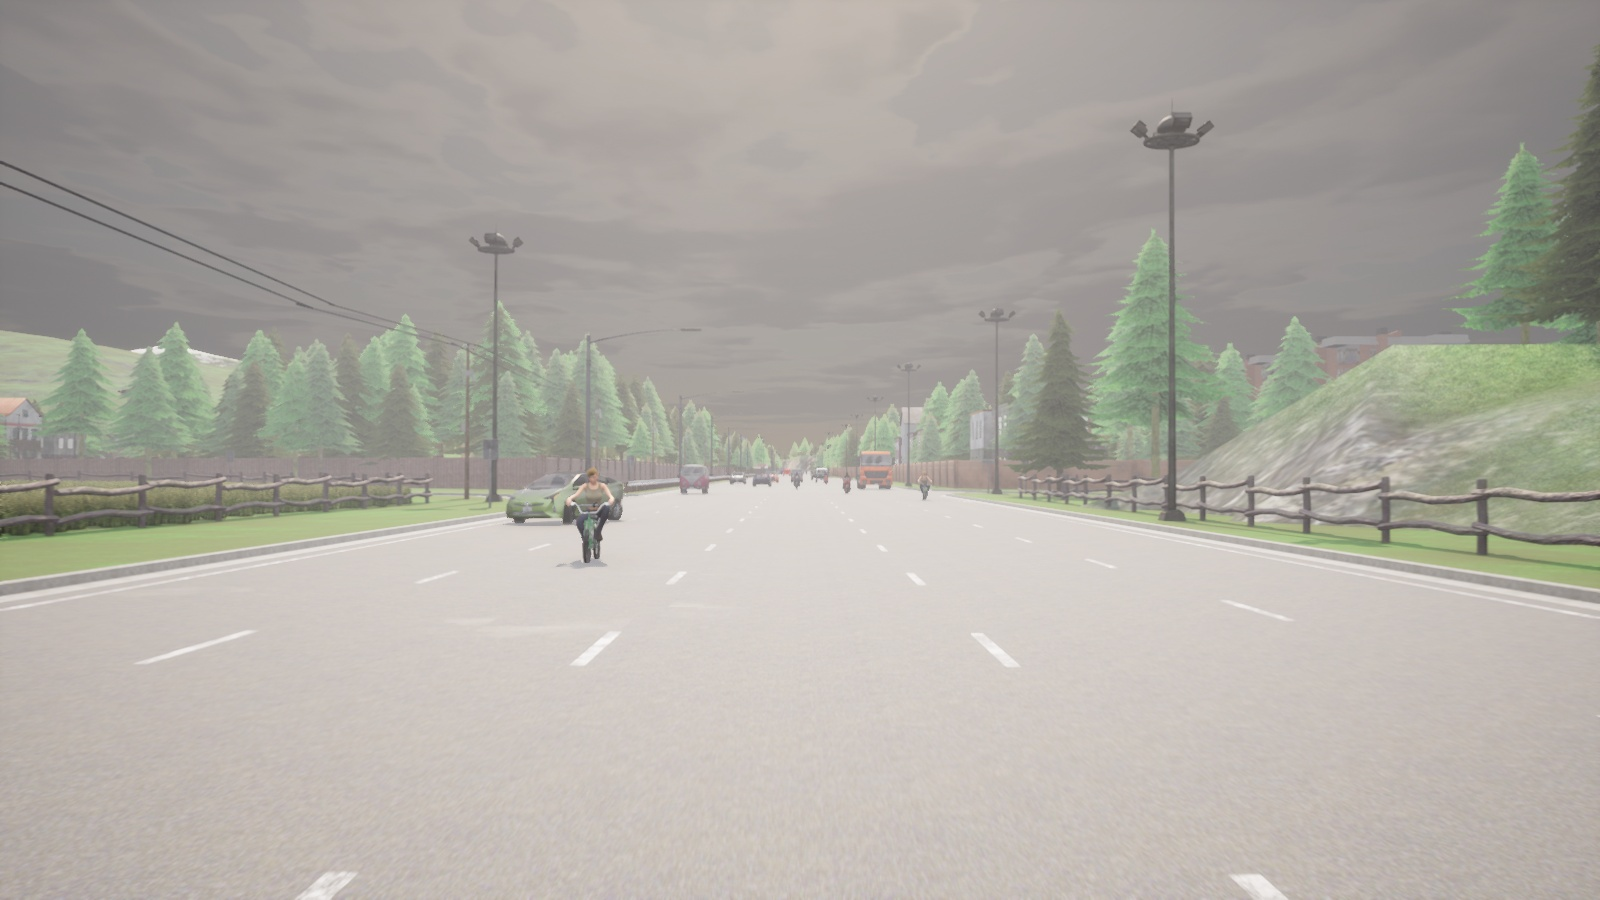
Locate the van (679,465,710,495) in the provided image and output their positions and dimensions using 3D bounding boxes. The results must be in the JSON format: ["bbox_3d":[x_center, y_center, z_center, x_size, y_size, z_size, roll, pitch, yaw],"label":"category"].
[{"bbox_3d":[-7.209,2.077,85.919,1.775,1.987,4.442,0,-1,0],"label":"van"}]

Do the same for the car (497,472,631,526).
[{"bbox_3d":[-7.014,1.441,37.817,2.007,1.525,4.514,-1,-1,19],"label":"car"}]

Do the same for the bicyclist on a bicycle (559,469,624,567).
[{"bbox_3d":[-3.548,1.136,21.507,0.866,1.612,1.509,0,-1,0],"label":"bicyclist on a bicycle"}]
